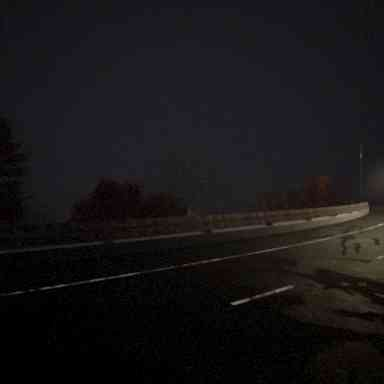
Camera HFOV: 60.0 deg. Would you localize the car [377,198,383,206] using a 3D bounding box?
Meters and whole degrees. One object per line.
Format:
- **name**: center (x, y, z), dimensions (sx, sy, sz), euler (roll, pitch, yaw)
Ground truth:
- **car**: center (35.527, 1.911, 61.200), dimensions (1.812, 1.442, 4.674), euler (0, 0, 16)
